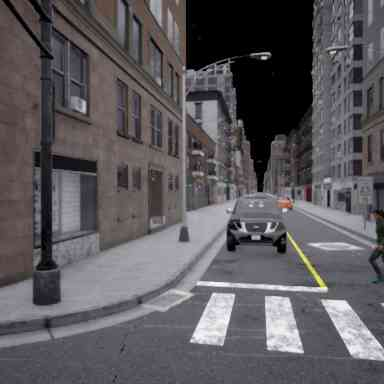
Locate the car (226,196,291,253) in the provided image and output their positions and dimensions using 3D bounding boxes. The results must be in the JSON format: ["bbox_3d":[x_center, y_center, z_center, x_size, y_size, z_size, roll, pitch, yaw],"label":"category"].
[{"bbox_3d":[2.756,1.226,14.188,2.150,2.045,5.566,0,0,11],"label":"car"}]

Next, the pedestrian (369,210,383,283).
[{"bbox_3d":[4.472,1.296,7.836,0.375,1.860,0.375,0,0,11],"label":"pedestrian"}]

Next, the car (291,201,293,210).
[{"bbox_3d":[11.801,1.349,43.185,2.097,1.767,4.553,0,0,12],"label":"car"}]

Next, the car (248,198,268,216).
[{"bbox_3d":[6.805,1.481,34.286,1.882,1.535,5.008,0,0,12],"label":"car"}]

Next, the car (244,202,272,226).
[{"bbox_3d":[4.772,1.531,24.232,1.812,1.442,4.674,0,0,11],"label":"car"}]

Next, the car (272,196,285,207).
[{"bbox_3d":[13.682,1.494,52.854,1.837,1.490,4.892,0,0,11],"label":"car"}]
